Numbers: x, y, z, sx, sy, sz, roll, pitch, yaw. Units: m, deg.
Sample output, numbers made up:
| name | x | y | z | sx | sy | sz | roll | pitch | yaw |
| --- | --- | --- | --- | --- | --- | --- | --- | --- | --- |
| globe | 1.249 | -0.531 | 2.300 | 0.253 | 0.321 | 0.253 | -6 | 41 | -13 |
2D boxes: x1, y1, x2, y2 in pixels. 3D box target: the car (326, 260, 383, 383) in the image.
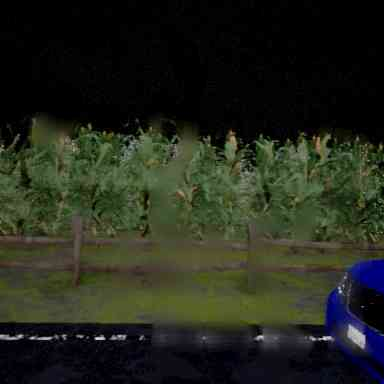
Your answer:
| name | x | y | z | sx | sy | sz | roll | pitch | yaw |
| --- | --- | --- | --- | --- | --- | --- | --- | --- | --- |
| car | 4.514 | 1.278 | 3.768 | 5.566 | 2.045 | 2.150 | 2 | 1 | -5 |
